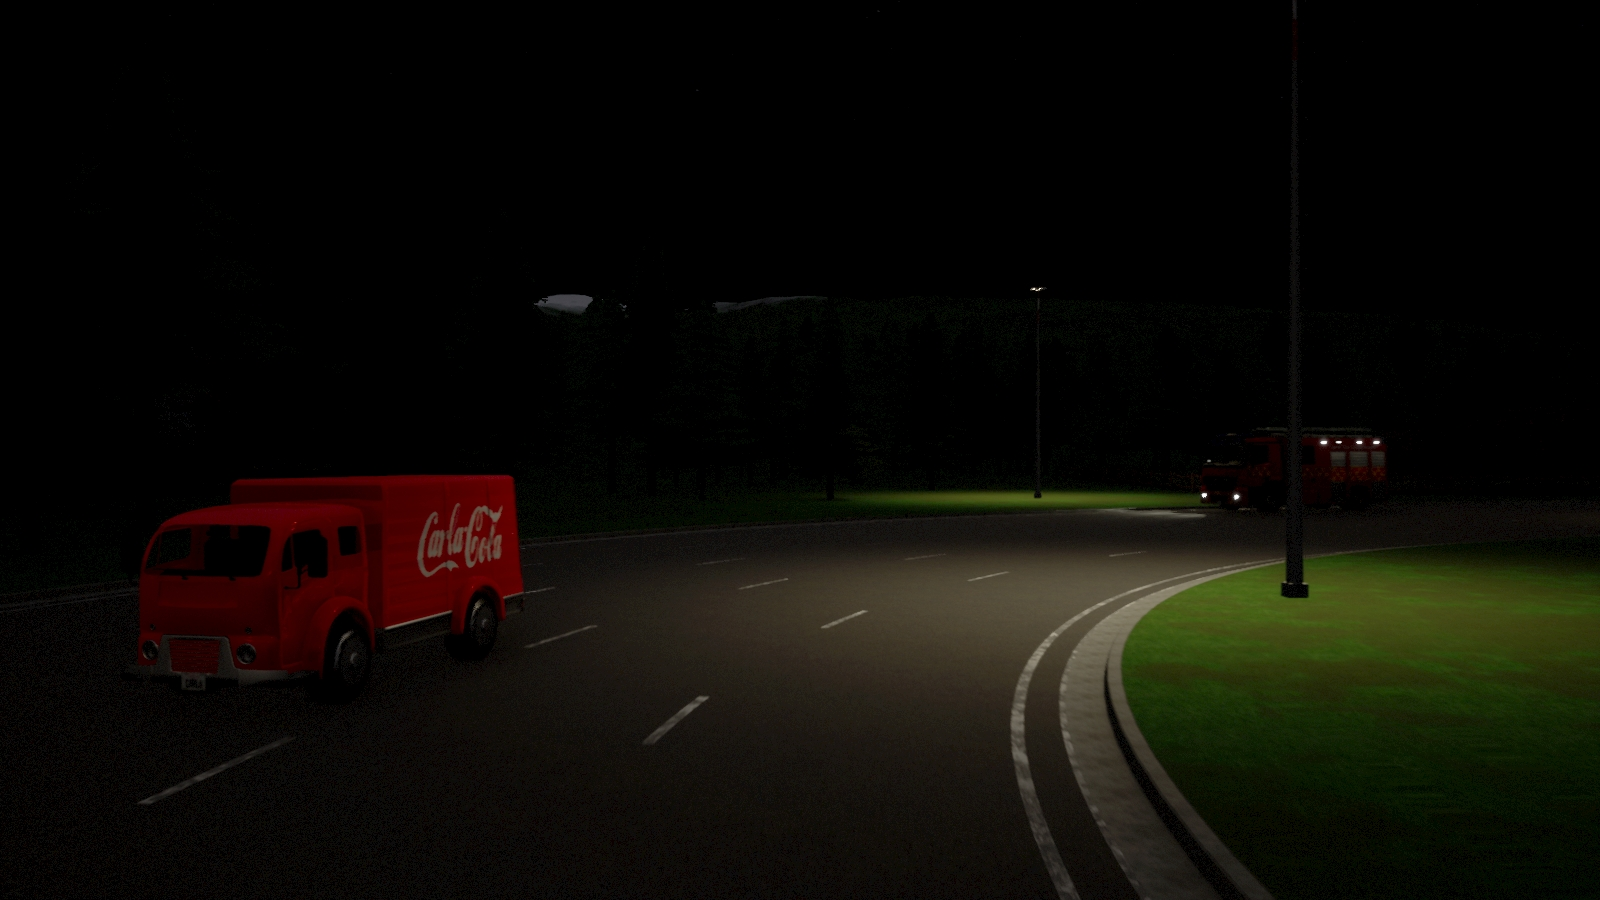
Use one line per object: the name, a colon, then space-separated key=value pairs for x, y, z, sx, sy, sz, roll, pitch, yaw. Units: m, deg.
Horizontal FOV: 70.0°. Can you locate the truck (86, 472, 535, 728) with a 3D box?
truck: x=-5.694 y=1.567 z=14.323 sx=2.627 sy=2.467 sz=5.204 roll=0 pitch=0 yaw=12
